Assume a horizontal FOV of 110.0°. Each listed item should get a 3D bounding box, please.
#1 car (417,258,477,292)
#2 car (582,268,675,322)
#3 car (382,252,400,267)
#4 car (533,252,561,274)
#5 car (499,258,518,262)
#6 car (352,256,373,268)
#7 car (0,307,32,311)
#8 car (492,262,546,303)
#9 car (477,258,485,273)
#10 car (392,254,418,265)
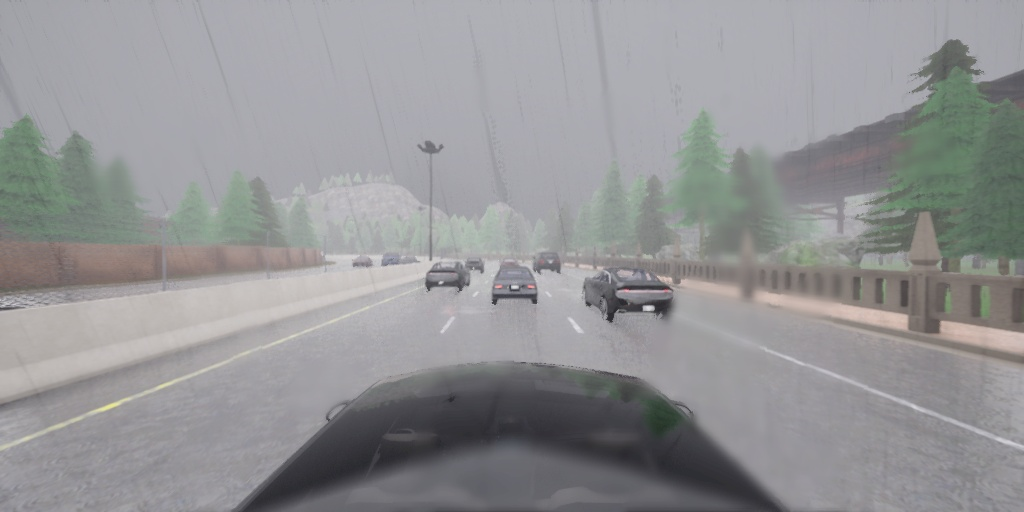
[{"bbox_3d":[-3.397,1.056,19.623,2.128,1.511,4.902,0,1,0],"label":"car"},{"bbox_3d":[3.600,1.136,11.856,2.128,1.511,4.902,0,1,0],"label":"car"},{"bbox_3d":[-16.572,0.479,49.706,2.150,2.045,5.566,0,0,-13],"label":"car"},{"bbox_3d":[3.319,0.627,34.993,2.150,2.045,5.566,0,1,-3],"label":"car"},{"bbox_3d":[-0.357,0.912,36.873,1.812,1.442,4.674,0,1,-5],"label":"car"},{"bbox_3d":[-19.638,0.757,47.266,1.882,1.535,5.008,0,0,-12],"label":"car"},{"bbox_3d":[-10.599,1.312,5.446,1.895,1.301,4.718,0,1,0],"label":"car"},{"bbox_3d":[0.103,1.154,15.534,2.033,1.411,5.357,0,1,0],"label":"car"},{"bbox_3d":[-3.783,0.901,35.942,1.837,1.490,4.892,0,1,-4],"label":"car"},{"bbox_3d":[-11.259,0.871,38.995,1.837,1.490,4.892,0,0,-6],"label":"car"}]
